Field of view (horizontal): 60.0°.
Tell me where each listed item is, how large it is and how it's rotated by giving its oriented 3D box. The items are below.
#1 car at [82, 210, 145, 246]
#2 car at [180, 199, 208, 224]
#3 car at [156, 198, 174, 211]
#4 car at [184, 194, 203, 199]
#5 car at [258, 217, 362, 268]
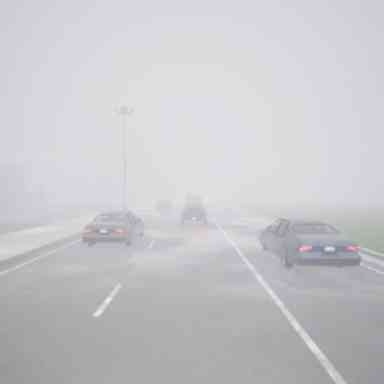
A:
[{"bbox_3d":[-3.376,1.541,15.215,2.033,1.411,5.357,0,0,0],"label":"car"},{"bbox_3d":[0.143,1.498,24.685,1.837,1.490,4.892,0,0,0],"label":"car"},{"bbox_3d":[-3.329,1.477,41.017,2.128,1.511,4.902,0,0,0],"label":"car"},{"bbox_3d":[0.174,1.208,42.460,2.150,2.045,5.566,0,0,0],"label":"car"},{"bbox_3d":[3.617,1.545,11.243,2.033,1.411,5.357,0,0,0],"label":"car"}]
